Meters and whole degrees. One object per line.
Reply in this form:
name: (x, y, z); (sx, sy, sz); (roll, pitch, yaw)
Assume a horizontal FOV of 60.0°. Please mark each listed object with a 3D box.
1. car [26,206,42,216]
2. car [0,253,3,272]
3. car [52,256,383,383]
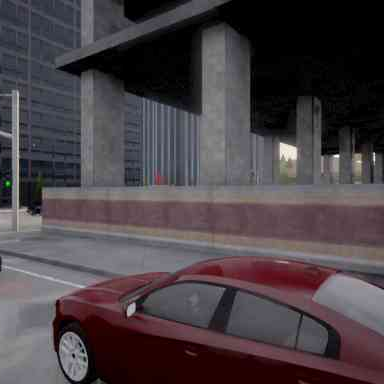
car: (-14.070, 1.656, 33.511); (1.895, 1.301, 4.718); (0, 0, 36)
car: (-6.876, 1.564, 8.844); (4.181, 1.385, 1.994); (0, 0, 36)
car: (0.470, 1.478, 3.655); (5.008, 1.535, 1.882); (0, 0, 35)
